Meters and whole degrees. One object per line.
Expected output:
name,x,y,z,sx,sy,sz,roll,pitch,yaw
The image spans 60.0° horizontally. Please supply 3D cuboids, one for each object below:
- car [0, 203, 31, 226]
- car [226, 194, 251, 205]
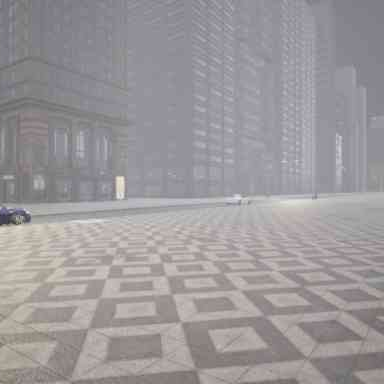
car,-12.044,1.226,19.605,2.097,1.767,4.553,0,1,38
car,6.372,1.051,45.433,1.812,1.442,4.674,0,1,36
